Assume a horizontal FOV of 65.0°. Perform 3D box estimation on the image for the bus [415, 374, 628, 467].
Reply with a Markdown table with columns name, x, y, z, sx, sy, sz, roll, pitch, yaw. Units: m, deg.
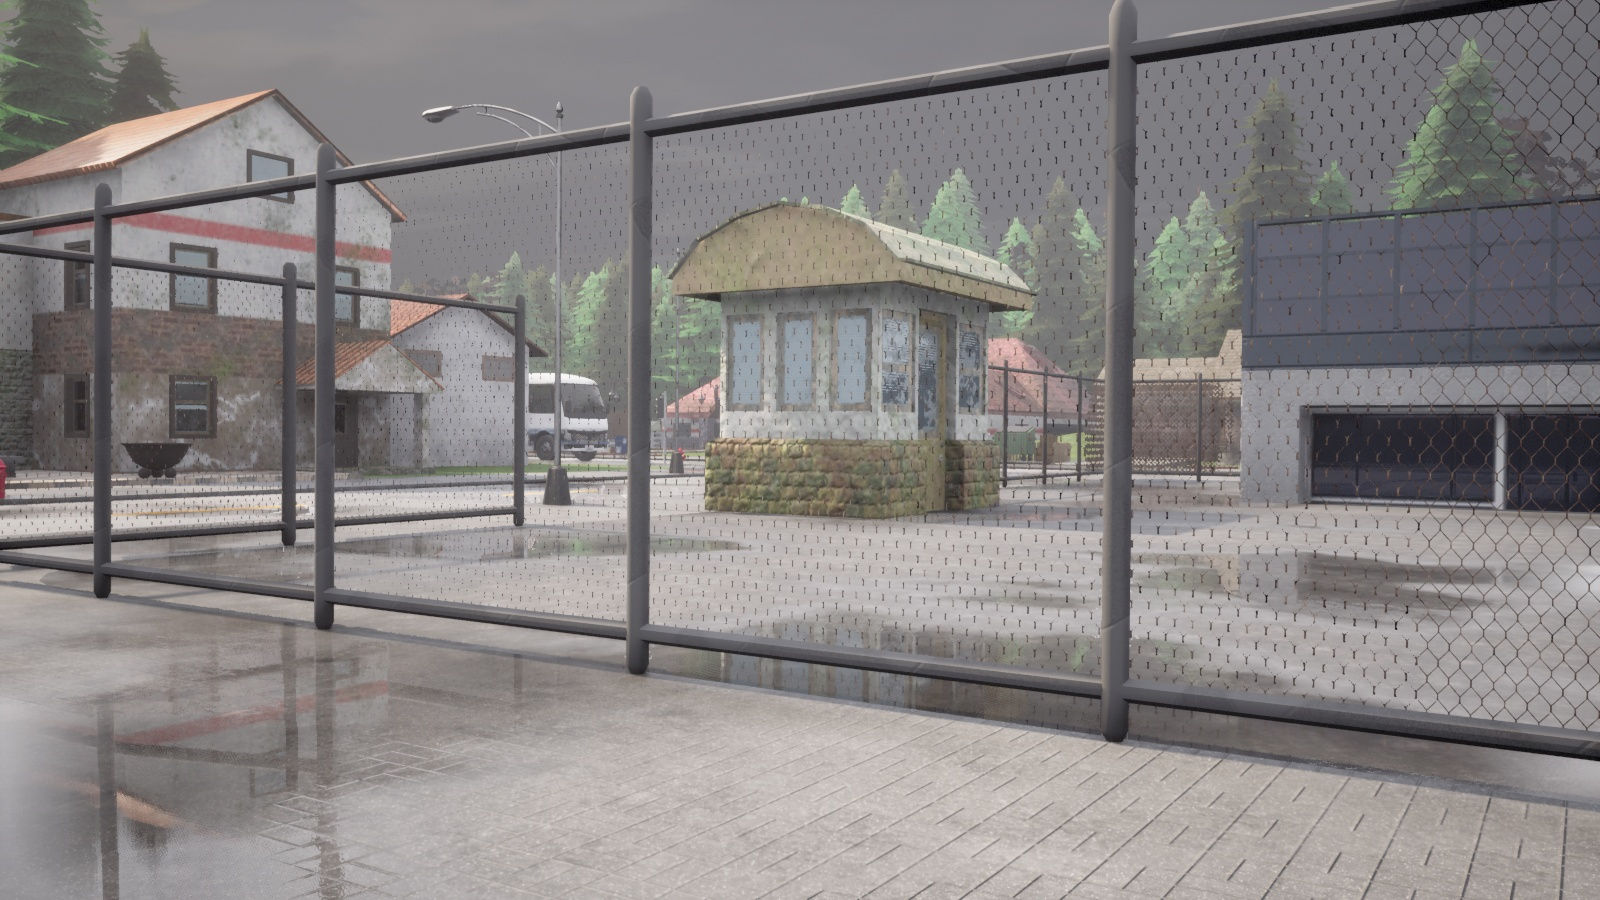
| name | x | y | z | sx | sy | sz | roll | pitch | yaw |
| --- | --- | --- | --- | --- | --- | --- | --- | --- | --- |
| bus | -13.741 | -1.362 | 61.640 | 10.273 | 4.253 | 3.944 | 0 | 1 | 31 |
